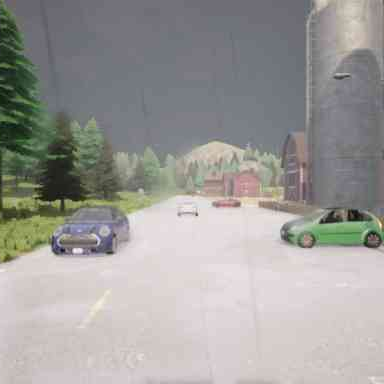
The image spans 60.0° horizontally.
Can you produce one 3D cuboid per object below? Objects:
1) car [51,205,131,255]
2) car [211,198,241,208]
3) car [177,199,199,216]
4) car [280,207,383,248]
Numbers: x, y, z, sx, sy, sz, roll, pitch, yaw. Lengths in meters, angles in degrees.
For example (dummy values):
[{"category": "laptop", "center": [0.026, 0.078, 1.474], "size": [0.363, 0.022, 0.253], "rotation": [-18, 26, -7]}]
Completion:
[{"category": "car", "center": [-3.800, 1.348, 13.220], "size": [2.097, 1.767, 4.553], "rotation": [0, 0, -1]}, {"category": "car", "center": [4.833, 1.540, 47.096], "size": [4.181, 1.381, 1.994], "rotation": [0, 0, -1]}, {"category": "car", "center": [-0.396, 1.519, 32.394], "size": [1.812, 1.442, 4.674], "rotation": [0, 0, -1]}, {"category": "car", "center": [5.824, 1.480, 14.099], "size": [3.988, 1.617, 1.851], "rotation": [0, 0, -1]}]
